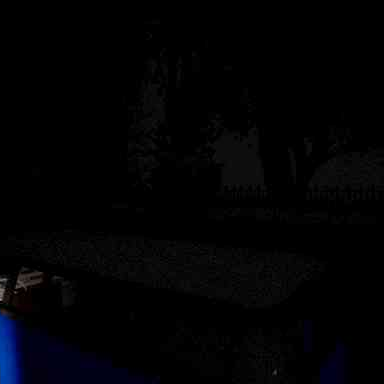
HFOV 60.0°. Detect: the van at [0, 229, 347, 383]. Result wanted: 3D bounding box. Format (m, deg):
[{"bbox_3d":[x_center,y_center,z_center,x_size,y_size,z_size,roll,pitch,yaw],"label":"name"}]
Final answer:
[{"bbox_3d":[-0.657,1.341,3.180,3.998,1.788,1.690,0,0,35],"label":"van"}]
